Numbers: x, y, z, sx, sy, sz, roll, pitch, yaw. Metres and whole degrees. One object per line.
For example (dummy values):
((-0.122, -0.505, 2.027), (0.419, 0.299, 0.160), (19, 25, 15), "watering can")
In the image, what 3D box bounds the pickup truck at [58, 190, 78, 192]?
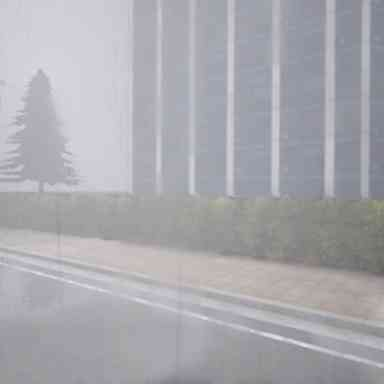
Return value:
((-24.946, 0.558, 68.202), (6.274, 2.098, 2.390), (0, 0, -25), "pickup truck")
